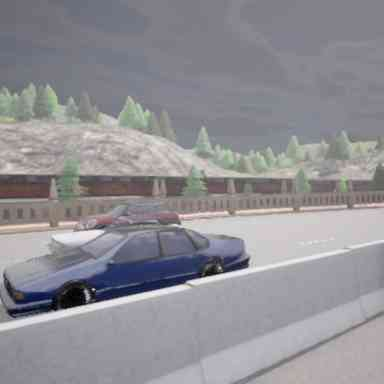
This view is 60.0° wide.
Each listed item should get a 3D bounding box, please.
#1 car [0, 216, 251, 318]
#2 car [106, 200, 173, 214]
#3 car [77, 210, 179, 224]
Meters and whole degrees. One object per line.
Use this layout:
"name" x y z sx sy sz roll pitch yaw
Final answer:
"car" -1.142 1.469 7.347 5.357 1.411 2.033 -2 1 -34
"car" -2.739 1.207 14.559 4.553 1.767 2.097 -2 1 -32
"car" -2.107 1.493 10.872 4.718 1.301 1.895 -2 1 -33
